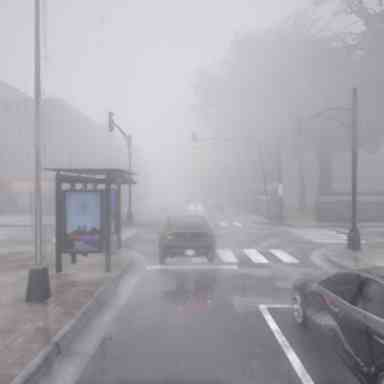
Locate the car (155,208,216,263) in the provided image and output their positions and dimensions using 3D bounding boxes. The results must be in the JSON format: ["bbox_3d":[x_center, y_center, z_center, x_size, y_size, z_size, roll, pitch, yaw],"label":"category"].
[{"bbox_3d":[-0.320,1.541,12.189,1.837,1.490,4.892,1,0,-6],"label":"car"}]

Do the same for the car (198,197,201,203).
[{"bbox_3d":[2.608,1.526,53.007,2.192,1.841,5.009,-1,0,0],"label":"car"}]

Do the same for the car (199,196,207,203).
[{"bbox_3d":[2.732,1.949,86.501,1.882,1.535,5.008,0,-1,0],"label":"car"}]

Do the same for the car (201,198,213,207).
[{"bbox_3d":[2.611,1.773,58.626,1.752,1.417,4.829,-1,0,0],"label":"car"}]

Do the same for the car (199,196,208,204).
[{"bbox_3d":[2.605,1.809,74.808,1.967,1.590,4.097,-1,0,0],"label":"car"}]

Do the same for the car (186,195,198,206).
[{"bbox_3d":[0.038,1.621,61.489,2.097,1.767,4.553,0,0,0],"label":"car"}]

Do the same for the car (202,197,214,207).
[{"bbox_3d":[2.616,1.671,42.275,1.752,1.417,4.829,-1,0,0],"label":"car"}]

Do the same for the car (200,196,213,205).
[{"bbox_3d":[2.614,1.727,47.557,2.008,1.369,4.403,-1,0,0],"label":"car"}]

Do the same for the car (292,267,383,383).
[{"bbox_3d":[2.626,1.574,4.142,1.947,1.339,4.313,-1,0,0],"label":"car"}]

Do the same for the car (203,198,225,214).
[{"bbox_3d":[2.618,1.668,36.656,2.008,1.369,4.403,-1,0,0],"label":"car"}]

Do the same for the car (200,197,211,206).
[{"bbox_3d":[2.608,1.725,63.908,1.967,1.590,4.097,-1,0,0],"label":"car"}]

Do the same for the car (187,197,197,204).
[{"bbox_3d":[-0.015,1.716,71.634,2.033,1.411,5.357,0,0,0],"label":"car"}]
